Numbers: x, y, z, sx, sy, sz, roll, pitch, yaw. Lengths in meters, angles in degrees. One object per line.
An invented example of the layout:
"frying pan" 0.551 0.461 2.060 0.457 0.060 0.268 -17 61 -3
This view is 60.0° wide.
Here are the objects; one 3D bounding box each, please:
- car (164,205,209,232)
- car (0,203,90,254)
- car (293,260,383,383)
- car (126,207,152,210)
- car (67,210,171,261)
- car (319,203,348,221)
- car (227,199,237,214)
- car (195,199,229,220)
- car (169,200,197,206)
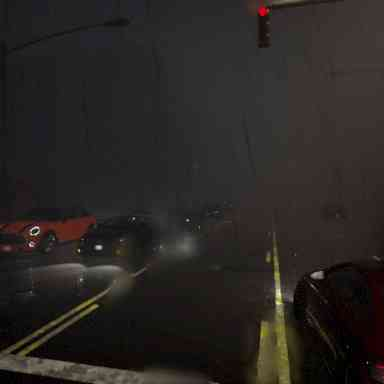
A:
"car" -0.451 1.706 21.011 1.895 1.301 4.718 0 -1 13
"car" -5.816 1.380 13.620 2.097 1.767 4.553 0 0 13
"car" 2.636 1.582 4.340 1.994 1.385 4.181 -1 -1 9
"car" -3.725 1.707 22.366 1.895 1.301 4.718 0 -1 13
"car" -2.484 1.597 12.507 1.994 1.385 4.181 0 0 14
"car" 12.495 1.742 29.607 2.128 1.511 4.902 0 -1 13
"car" 4.292 1.687 40.705 2.097 1.767 4.553 0 -1 14
"car" 1.915 1.724 30.912 1.837 1.490 4.892 0 -1 14
"car" -1.340 1.714 32.345 2.128 1.511 4.902 0 -1 14
